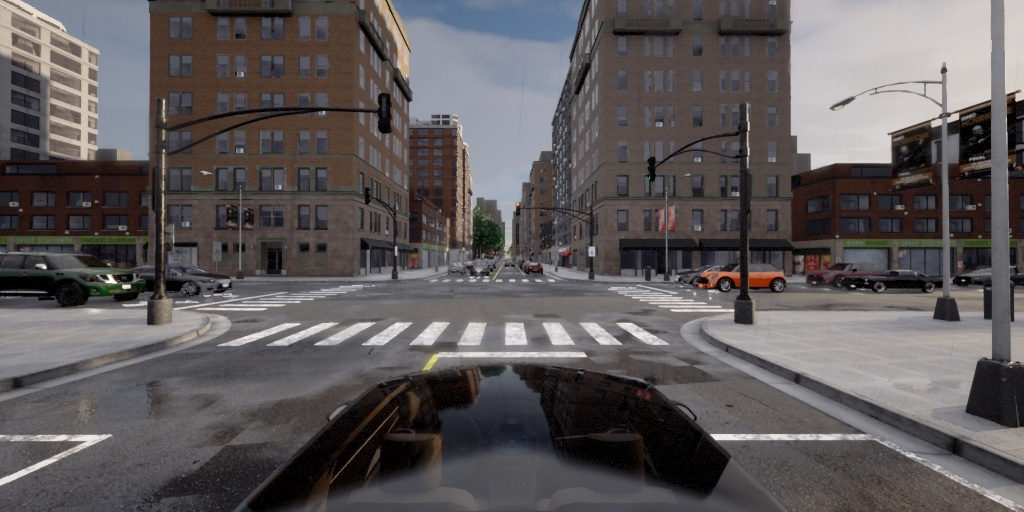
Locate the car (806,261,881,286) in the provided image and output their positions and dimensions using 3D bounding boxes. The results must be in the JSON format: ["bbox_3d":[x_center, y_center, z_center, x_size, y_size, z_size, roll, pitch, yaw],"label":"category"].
[{"bbox_3d":[22.886,1.249,24.493,4.553,1.767,2.097,0,0,-1],"label":"car"}]

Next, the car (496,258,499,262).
[{"bbox_3d":[-3.485,1.322,57.784,1.837,1.490,4.892,0,0,0],"label":"car"}]

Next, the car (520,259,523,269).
[{"bbox_3d":[2.400,1.355,45.454,1.948,1.339,4.313,0,0,-1],"label":"car"}]

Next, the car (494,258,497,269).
[{"bbox_3d":[-3.374,1.340,47.403,2.033,1.411,5.357,0,0,-1],"label":"car"}]

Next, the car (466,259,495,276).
[{"bbox_3d":[-3.266,1.268,37.599,2.128,1.511,4.902,0,0,0],"label":"car"}]

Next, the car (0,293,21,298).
[{"bbox_3d":[-5.855,1.190,1.494,1.967,1.591,4.097,0,0,0],"label":"car"}]

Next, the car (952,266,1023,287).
[{"bbox_3d":[33.338,1.450,24.566,4.892,1.490,1.837,0,0,0],"label":"car"}]

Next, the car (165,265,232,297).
[{"bbox_3d":[-16.477,1.165,17.502,4.902,1.511,2.128,0,0,-1],"label":"car"}]

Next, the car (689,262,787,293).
[{"bbox_3d":[13.392,1.181,21.170,4.553,1.767,2.097,0,0,0],"label":"car"}]

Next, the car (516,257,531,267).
[{"bbox_3d":[2.275,1.128,56.467,2.192,1.841,5.009,0,0,-1],"label":"car"}]

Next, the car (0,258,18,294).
[{"bbox_3d":[-27.710,0.980,17.403,4.553,1.767,2.097,0,0,-1],"label":"car"}]

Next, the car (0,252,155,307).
[{"bbox_3d":[-18.052,0.862,14.226,5.566,2.045,2.150,0,0,0],"label":"car"}]

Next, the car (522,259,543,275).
[{"bbox_3d":[2.463,1.324,39.947,1.888,1.381,4.507,0,0,-1],"label":"car"}]

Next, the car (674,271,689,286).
[{"bbox_3d":[13.692,1.348,24.438,4.902,1.511,2.128,0,0,0],"label":"car"}]

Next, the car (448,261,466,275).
[{"bbox_3d":[-6.062,1.329,39.854,2.007,1.370,4.403,0,0,-1],"label":"car"}]

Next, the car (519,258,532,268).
[{"bbox_3d":[2.335,1.326,51.131,1.751,1.417,4.829,0,0,-1],"label":"car"}]

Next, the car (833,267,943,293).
[{"bbox_3d":[22.378,1.470,21.238,4.718,1.301,1.895,0,0,-1],"label":"car"}]
